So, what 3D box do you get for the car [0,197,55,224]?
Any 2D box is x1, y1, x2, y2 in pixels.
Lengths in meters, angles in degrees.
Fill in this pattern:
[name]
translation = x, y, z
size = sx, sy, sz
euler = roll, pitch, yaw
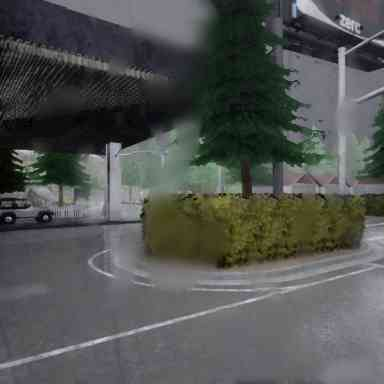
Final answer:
[car]
translation = -11.923, 1.313, 23.509
size = 3.866, 1.878, 1.905
euler = 0, 0, -36
